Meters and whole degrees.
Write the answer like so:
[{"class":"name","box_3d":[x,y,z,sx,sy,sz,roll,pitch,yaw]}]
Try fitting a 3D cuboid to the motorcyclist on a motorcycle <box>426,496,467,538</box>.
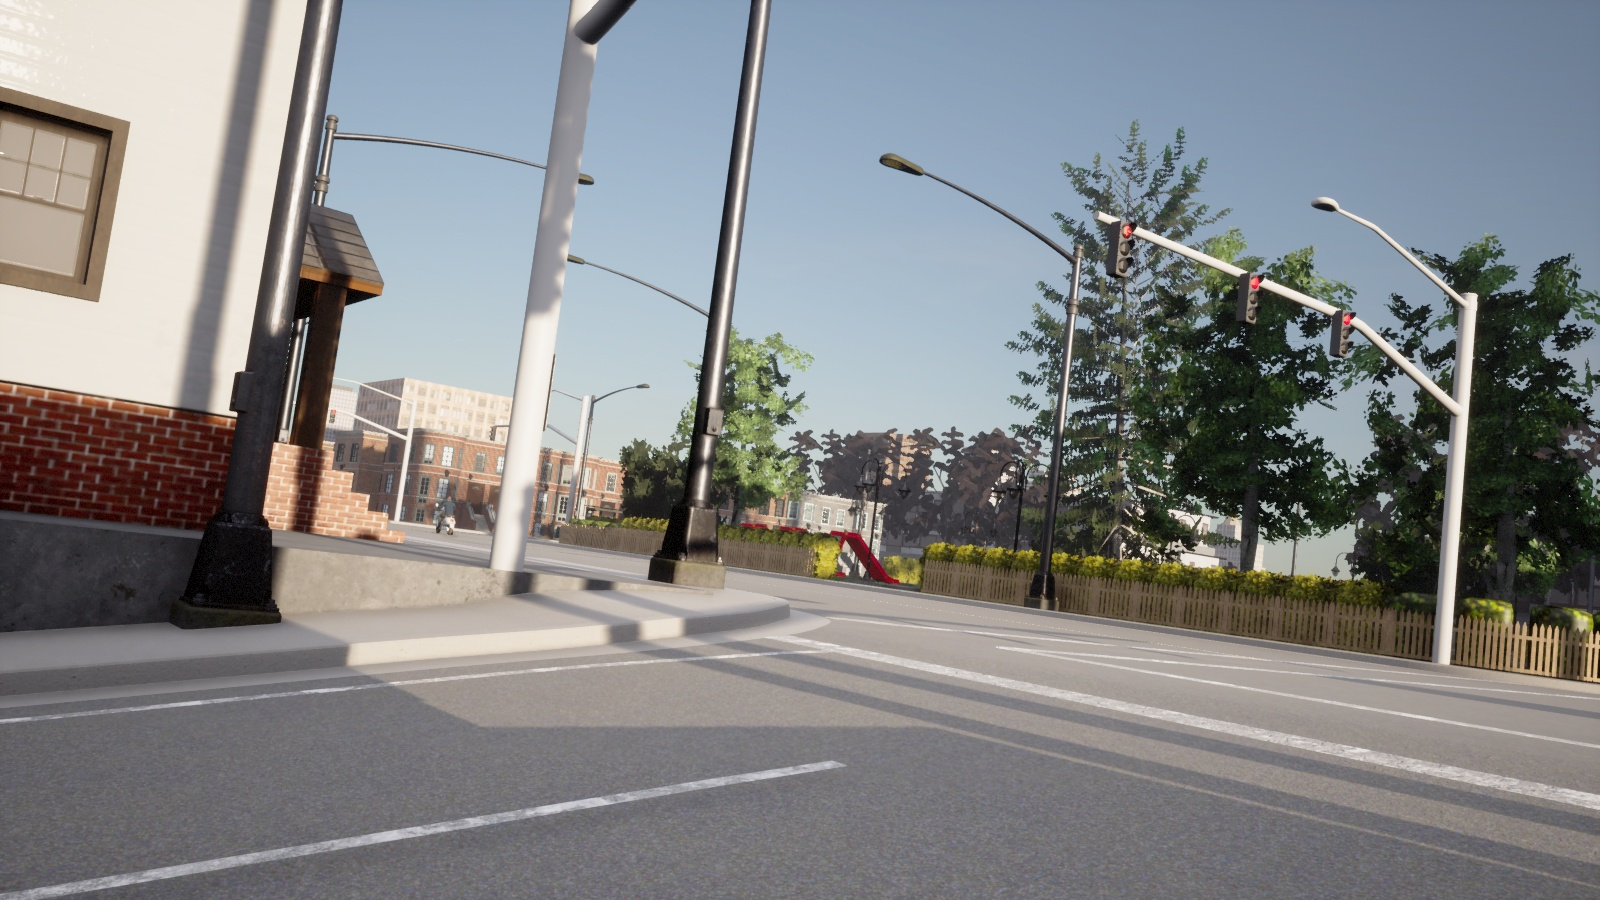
[{"class":"motorcyclist on a motorcycle","box_3d":[-14.744,2.788,52.392,0.866,1.590,1.817,10,-6,-35]}]
